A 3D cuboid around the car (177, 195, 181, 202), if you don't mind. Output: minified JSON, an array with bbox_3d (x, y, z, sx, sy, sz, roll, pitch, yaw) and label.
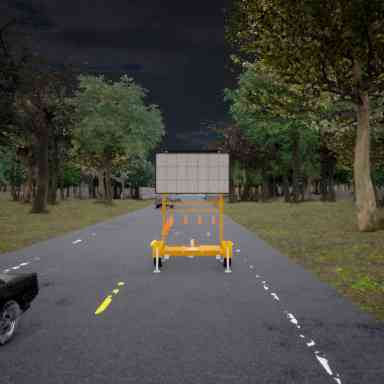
[{"bbox_3d":[-3.369,1.414,70.574,1.837,1.490,4.892,0,0,0],"label":"car"}]

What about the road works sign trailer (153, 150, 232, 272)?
[{"bbox_3d":[0.019,0.464,10.721,2.380,3.560,2.880,0,0,0],"label":"road works sign trailer"}]

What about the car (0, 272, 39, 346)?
[{"bbox_3d":[-3.594,1.601,3.569,1.895,1.301,4.718,0,0,0],"label":"car"}]

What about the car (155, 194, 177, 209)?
[{"bbox_3d":[-3.518,1.192,43.979,2.150,2.045,5.566,0,0,0],"label":"car"}]
